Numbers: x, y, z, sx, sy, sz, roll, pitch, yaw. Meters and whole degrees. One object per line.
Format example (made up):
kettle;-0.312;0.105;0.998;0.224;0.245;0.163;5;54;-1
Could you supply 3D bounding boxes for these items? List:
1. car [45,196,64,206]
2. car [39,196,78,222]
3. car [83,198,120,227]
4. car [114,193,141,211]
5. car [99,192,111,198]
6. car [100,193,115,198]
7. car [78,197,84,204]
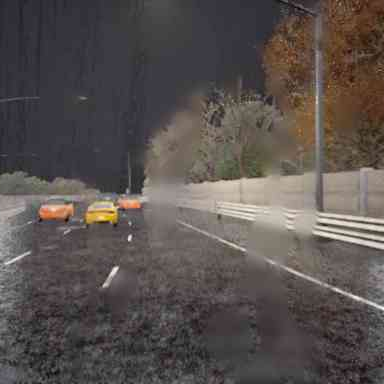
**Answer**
car;-22.899;1.407;55.389;1.882;1.535;5.008;0;0;-34
car;-10.549;1.316;26.201;2.097;1.767;4.553;0;0;-14
car;-6.104;1.428;22.791;1.882;1.535;5.008;0;0;-13
car;-7.527;1.250;39.526;2.097;1.767;4.553;0;0;-21
car;-15.126;1.088;58.447;2.150;2.045;5.566;0;0;-19
car;-12.402;1.372;51.521;2.128;1.511;4.902;0;0;-22
car;-19.912;1.469;57.215;1.994;1.385;4.181;0;0;-34
